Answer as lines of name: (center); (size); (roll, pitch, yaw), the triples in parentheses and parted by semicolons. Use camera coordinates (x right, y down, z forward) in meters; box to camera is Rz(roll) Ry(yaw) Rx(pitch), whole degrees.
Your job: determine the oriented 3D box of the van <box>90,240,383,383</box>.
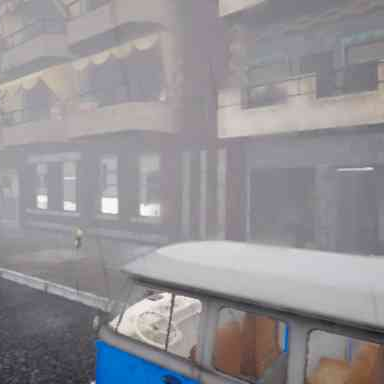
van: (1.062, 1.337, 2.116); (3.998, 1.788, 1.690); (1, 1, 35)
